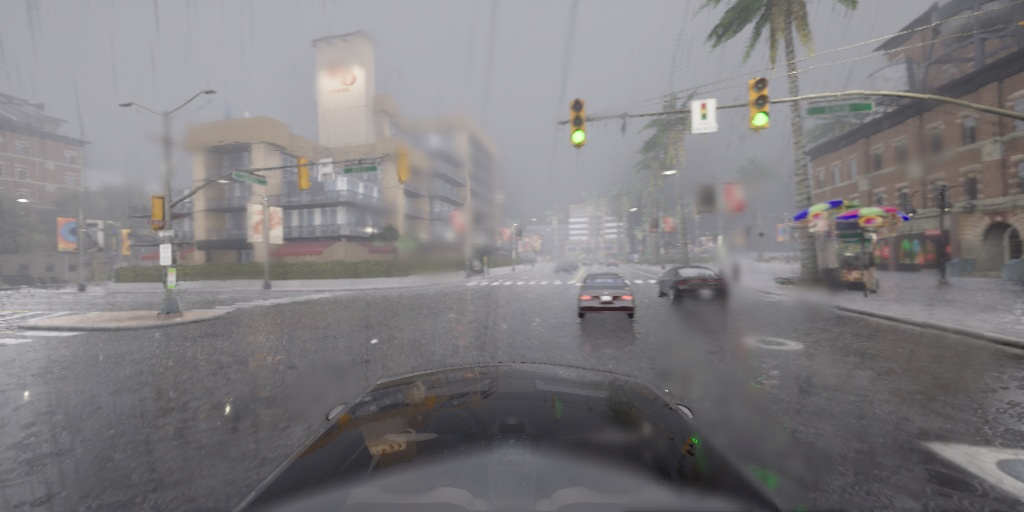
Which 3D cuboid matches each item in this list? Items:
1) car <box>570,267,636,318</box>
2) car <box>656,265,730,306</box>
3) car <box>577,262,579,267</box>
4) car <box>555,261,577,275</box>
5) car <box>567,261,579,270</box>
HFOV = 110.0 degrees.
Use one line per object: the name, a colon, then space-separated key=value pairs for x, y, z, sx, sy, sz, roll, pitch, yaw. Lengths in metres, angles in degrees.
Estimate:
car: x=3.330 y=1.305 z=13.053 sx=2.033 sy=1.411 sz=5.357 roll=-2 pitch=-1 yaw=13
car: x=7.350 y=1.142 z=15.006 sx=1.882 sy=1.535 sz=5.008 roll=-2 pitch=-1 yaw=13
car: x=8.424 y=1.564 z=52.322 sx=1.895 sy=1.301 sz=4.718 roll=-2 pitch=-1 yaw=13
car: x=6.307 y=1.485 z=42.862 sx=2.033 sy=1.411 sz=5.357 roll=-2 pitch=-1 yaw=13
car: x=10.597 y=1.590 z=62.057 sx=1.895 sy=1.301 sz=4.718 roll=-2 pitch=-1 yaw=13
